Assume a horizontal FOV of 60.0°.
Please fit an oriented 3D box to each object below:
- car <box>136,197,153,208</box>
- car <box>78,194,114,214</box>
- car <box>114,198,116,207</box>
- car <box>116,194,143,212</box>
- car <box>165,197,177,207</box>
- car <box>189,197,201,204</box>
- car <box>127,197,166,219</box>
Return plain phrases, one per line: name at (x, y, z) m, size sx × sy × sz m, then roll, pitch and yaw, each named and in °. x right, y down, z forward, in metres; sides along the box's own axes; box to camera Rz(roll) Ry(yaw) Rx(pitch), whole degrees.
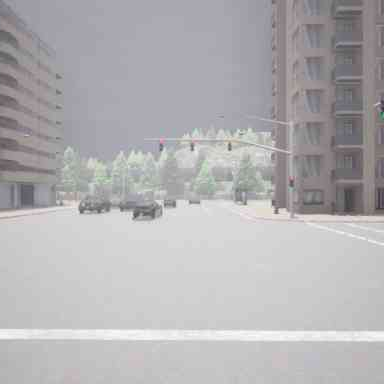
car at (-6.962, 1.526, 48.971) m, size 1.812 × 1.442 × 4.674 m, roll 0°, pitch 0°, yaw 0°
car at (-10.508, 1.221, 36.239) m, size 2.150 × 2.045 × 5.566 m, roll 0°, pitch 0°, yaw 0°
car at (-10.478, 1.526, 45.842) m, size 1.812 × 1.442 × 4.674 m, roll 0°, pitch 0°, yaw 0°
car at (-6.999, 1.221, 39.442) m, size 2.150 × 2.045 × 5.566 m, roll 0°, pitch 0°, yaw 0°
car at (-3.291, 1.491, 49.767) m, size 2.128 × 1.511 × 4.902 m, roll 0°, pitch 0°, yaw 0°
car at (0.490, 1.564, 61.520) m, size 1.994 × 1.385 × 4.181 m, roll 0°, pitch 0°, yaw 5°
car at (-3.815, 1.505, 29.010) m, size 1.837 × 1.490 × 4.892 m, roll 1°, pitch 0°, yaw 5°
